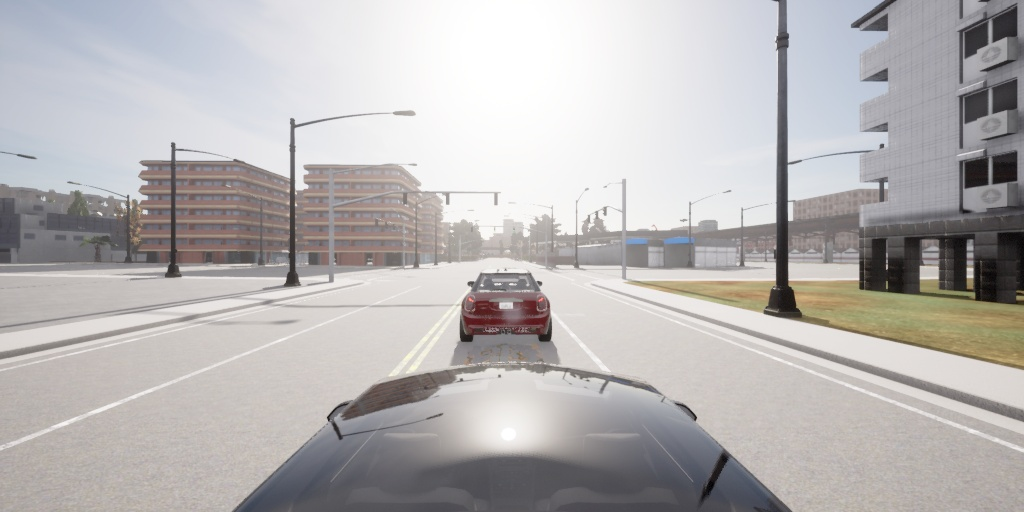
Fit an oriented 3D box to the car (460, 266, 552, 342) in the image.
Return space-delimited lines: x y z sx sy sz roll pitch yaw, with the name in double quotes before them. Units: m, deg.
"car" -0.190 1.102 9.946 2.097 1.767 4.553 0 0 -2
